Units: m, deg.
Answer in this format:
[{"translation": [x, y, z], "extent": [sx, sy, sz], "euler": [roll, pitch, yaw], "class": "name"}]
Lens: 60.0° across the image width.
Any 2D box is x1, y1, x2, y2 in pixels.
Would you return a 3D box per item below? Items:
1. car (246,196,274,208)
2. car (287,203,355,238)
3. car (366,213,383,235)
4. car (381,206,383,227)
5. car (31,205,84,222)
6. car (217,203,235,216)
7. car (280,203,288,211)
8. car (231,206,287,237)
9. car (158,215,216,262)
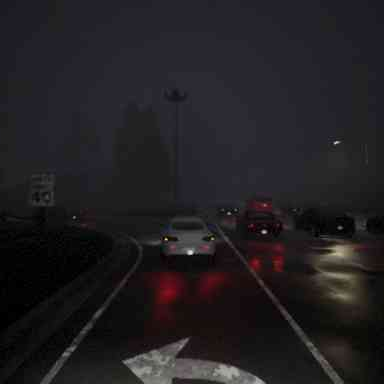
[{"translation": [7.096, 1.409, 35.096], "extent": [2.150, 2.045, 5.566], "euler": [0, 0, 0], "class": "car"}, {"translation": [7.098, 1.576, 18.394], "extent": [1.882, 1.535, 5.008], "euler": [0, 0, 0], "class": "car"}, {"translation": [10.598, 1.580, 16.536], "extent": [2.128, 1.511, 4.902], "euler": [0, 0, 0], "class": "car"}, {"translation": [14.097, 1.676, 20.896], "extent": [1.994, 1.385, 4.181], "euler": [0, 0, 0], "class": "car"}, {"translation": [-11.335, 1.749, 27.921], "extent": [4.718, 1.301, 1.895], "euler": [0, 0, 32], "class": "car"}, {"translation": [3.595, 1.784, 34.452], "extent": [1.895, 1.301, 4.718], "euler": [0, 0, 0], "class": "car"}, {"translation": [10.596, 1.785, 34.454], "extent": [1.895, 1.301, 4.718], "euler": [0, 0, 0], "class": "car"}, {"translation": [3.598, 1.701, 18.753], "extent": [1.895, 1.301, 4.718], "euler": [0, 0, 0], "class": "car"}, {"translation": [-0.268, 1.592, 12.364], "extent": [1.812, 1.442, 4.674], "euler": [0, 0, -5], "class": "car"}]
